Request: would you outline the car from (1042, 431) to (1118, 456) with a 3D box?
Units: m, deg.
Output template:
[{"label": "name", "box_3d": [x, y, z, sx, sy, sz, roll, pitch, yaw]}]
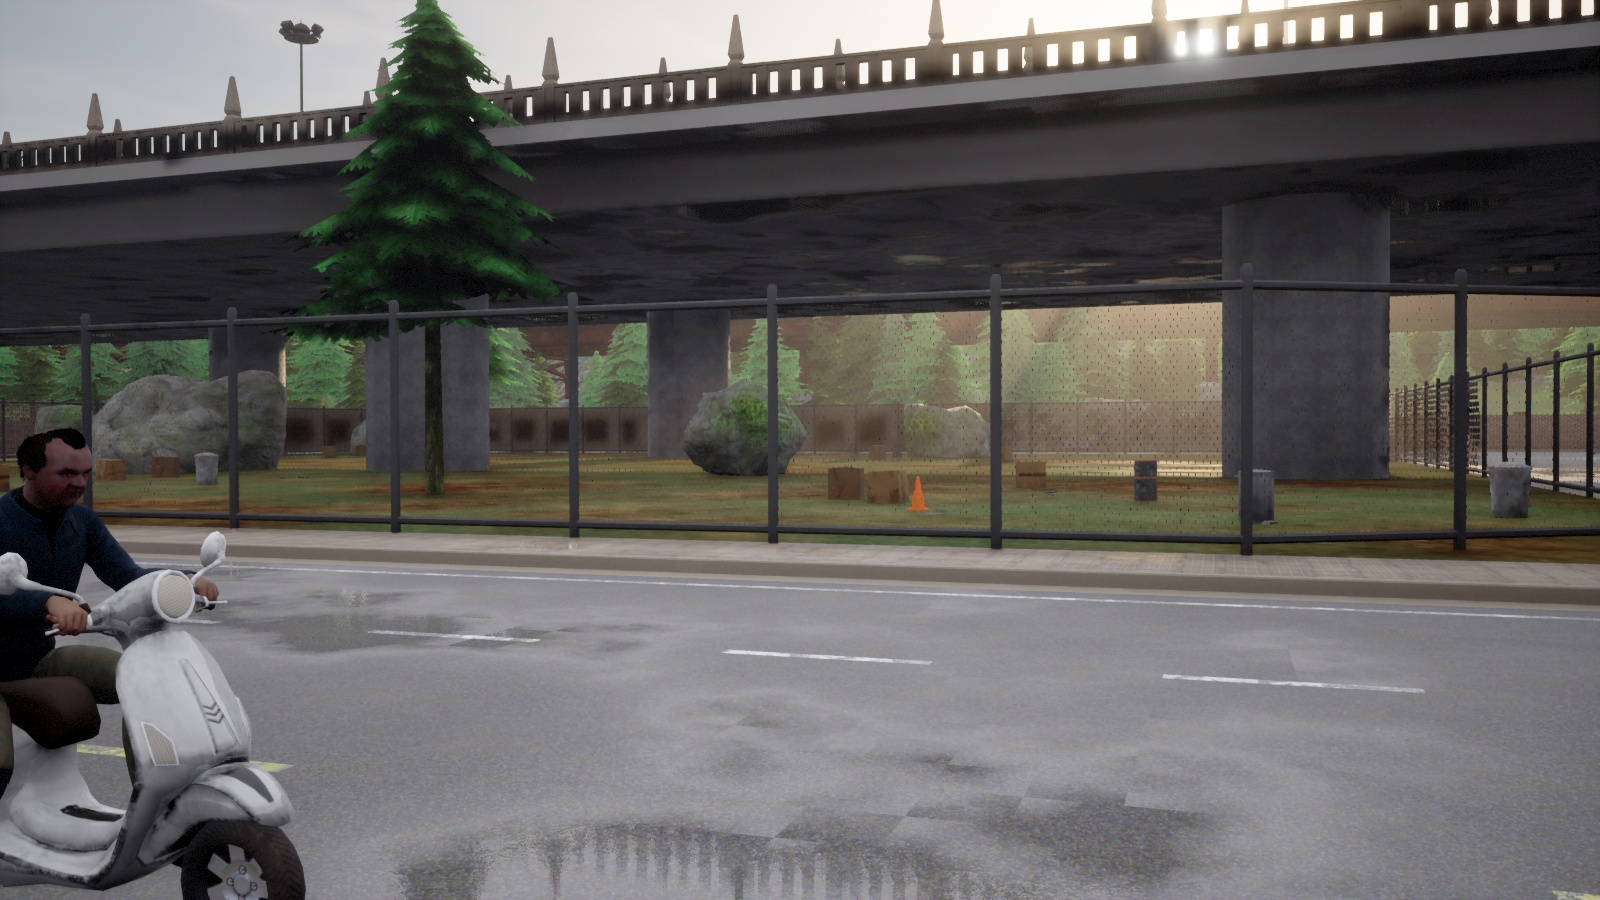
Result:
[{"label": "car", "box_3d": [19.113, -0.489, 85.739, 4.856, 1.649, 2.033, 1, 1, 18]}]

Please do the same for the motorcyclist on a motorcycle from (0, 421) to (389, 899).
[{"label": "motorcyclist on a motorcycle", "box_3d": [-2.341, 0.707, 3.980, 1.817, 1.590, 0.866, 1, 1, 19]}]
